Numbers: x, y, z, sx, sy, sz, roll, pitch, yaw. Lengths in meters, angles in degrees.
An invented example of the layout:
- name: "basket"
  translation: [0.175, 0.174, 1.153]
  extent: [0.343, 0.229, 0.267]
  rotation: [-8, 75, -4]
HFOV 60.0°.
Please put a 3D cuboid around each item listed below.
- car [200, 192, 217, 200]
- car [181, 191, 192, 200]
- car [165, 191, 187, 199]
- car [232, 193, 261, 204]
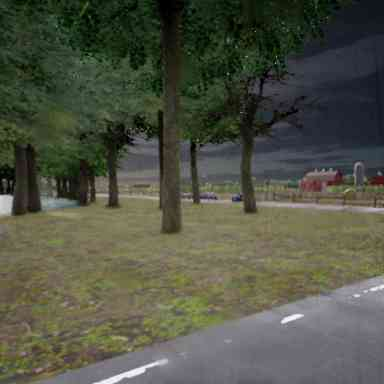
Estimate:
- name: "car"
  translation: [2.645, 0.717, 59.977]
  extent: [1.994, 1.385, 4.181]
  rotation: [-1, 1, -35]
- name: "car"
  translation: [-2.115, 0.608, 61.776]
  extent: [2.033, 1.411, 5.357]
  rotation: [-1, 1, -36]
- name: "car"
  translation: [-3.294, 0.519, 68.105]
  extent: [2.128, 1.511, 4.902]
  rotation: [-1, 1, -36]
- name: "car"
  translation: [7.767, 0.901, 47.941]
  extent: [1.812, 1.442, 4.674]
  rotation: [-1, 2, -36]
